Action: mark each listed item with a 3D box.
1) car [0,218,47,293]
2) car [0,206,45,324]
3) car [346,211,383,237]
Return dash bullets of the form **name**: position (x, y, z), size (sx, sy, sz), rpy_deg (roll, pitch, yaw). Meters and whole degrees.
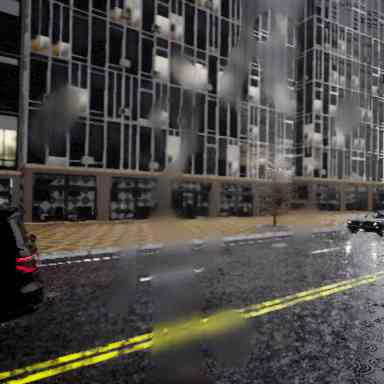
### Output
- **car**: position (-6.091, 1.468, 7.311), size (5.008, 1.535, 1.882), rpy_deg (1, 0, -35)
- **car**: position (-4.891, 1.206, 4.182), size (5.566, 2.045, 2.150), rpy_deg (1, 0, -36)
- **car**: position (11.007, 1.769, 19.188), size (4.718, 1.301, 1.895), rpy_deg (1, 0, -33)
